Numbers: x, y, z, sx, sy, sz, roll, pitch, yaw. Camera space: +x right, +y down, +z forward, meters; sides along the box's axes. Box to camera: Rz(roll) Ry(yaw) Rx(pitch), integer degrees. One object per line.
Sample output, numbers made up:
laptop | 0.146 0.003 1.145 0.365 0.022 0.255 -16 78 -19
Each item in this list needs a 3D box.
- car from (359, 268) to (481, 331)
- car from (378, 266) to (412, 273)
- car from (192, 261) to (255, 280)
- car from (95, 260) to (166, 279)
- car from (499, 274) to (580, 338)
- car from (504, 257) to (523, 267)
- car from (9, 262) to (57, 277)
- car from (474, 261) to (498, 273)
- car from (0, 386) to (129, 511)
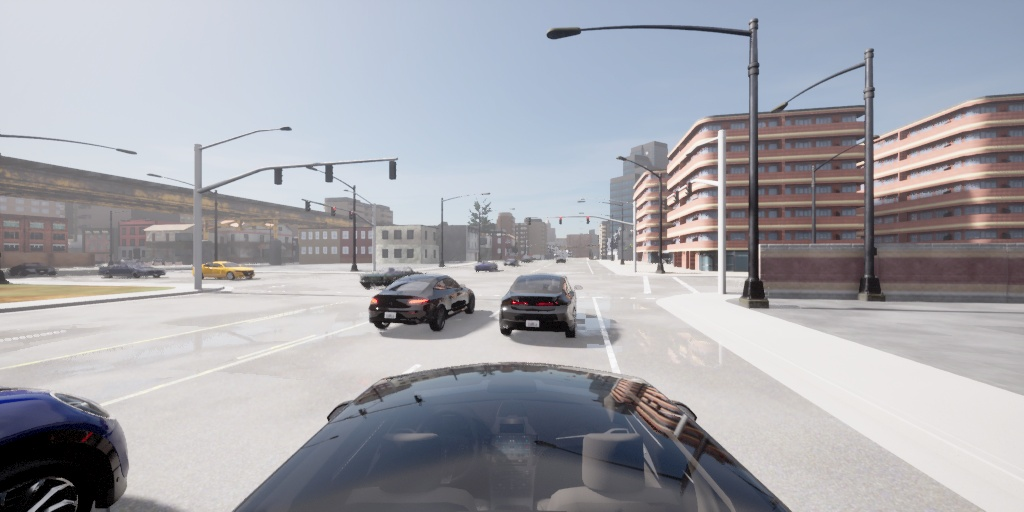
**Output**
car | -2.531 1.276 10.977 1.812 1.442 4.674 0 0 11
car | -7.517 1.336 22.701 1.895 1.301 4.718 0 0 12
car | -24.580 1.228 30.627 5.008 1.535 1.882 0 0 10
car | -34.237 1.297 32.266 5.357 1.411 2.033 0 0 9
car | 0.914 1.255 10.335 1.837 1.490 4.892 0 0 11
car | -0.078 0.960 58.003 2.128 1.511 4.902 0 1 11
car | -46.894 1.314 35.083 4.181 1.385 1.994 0 0 21
car | -3.026 1.279 42.826 1.895 1.301 4.718 0 1 11
car | -4.029 1.102 0.798 2.097 1.767 4.553 0 0 4
